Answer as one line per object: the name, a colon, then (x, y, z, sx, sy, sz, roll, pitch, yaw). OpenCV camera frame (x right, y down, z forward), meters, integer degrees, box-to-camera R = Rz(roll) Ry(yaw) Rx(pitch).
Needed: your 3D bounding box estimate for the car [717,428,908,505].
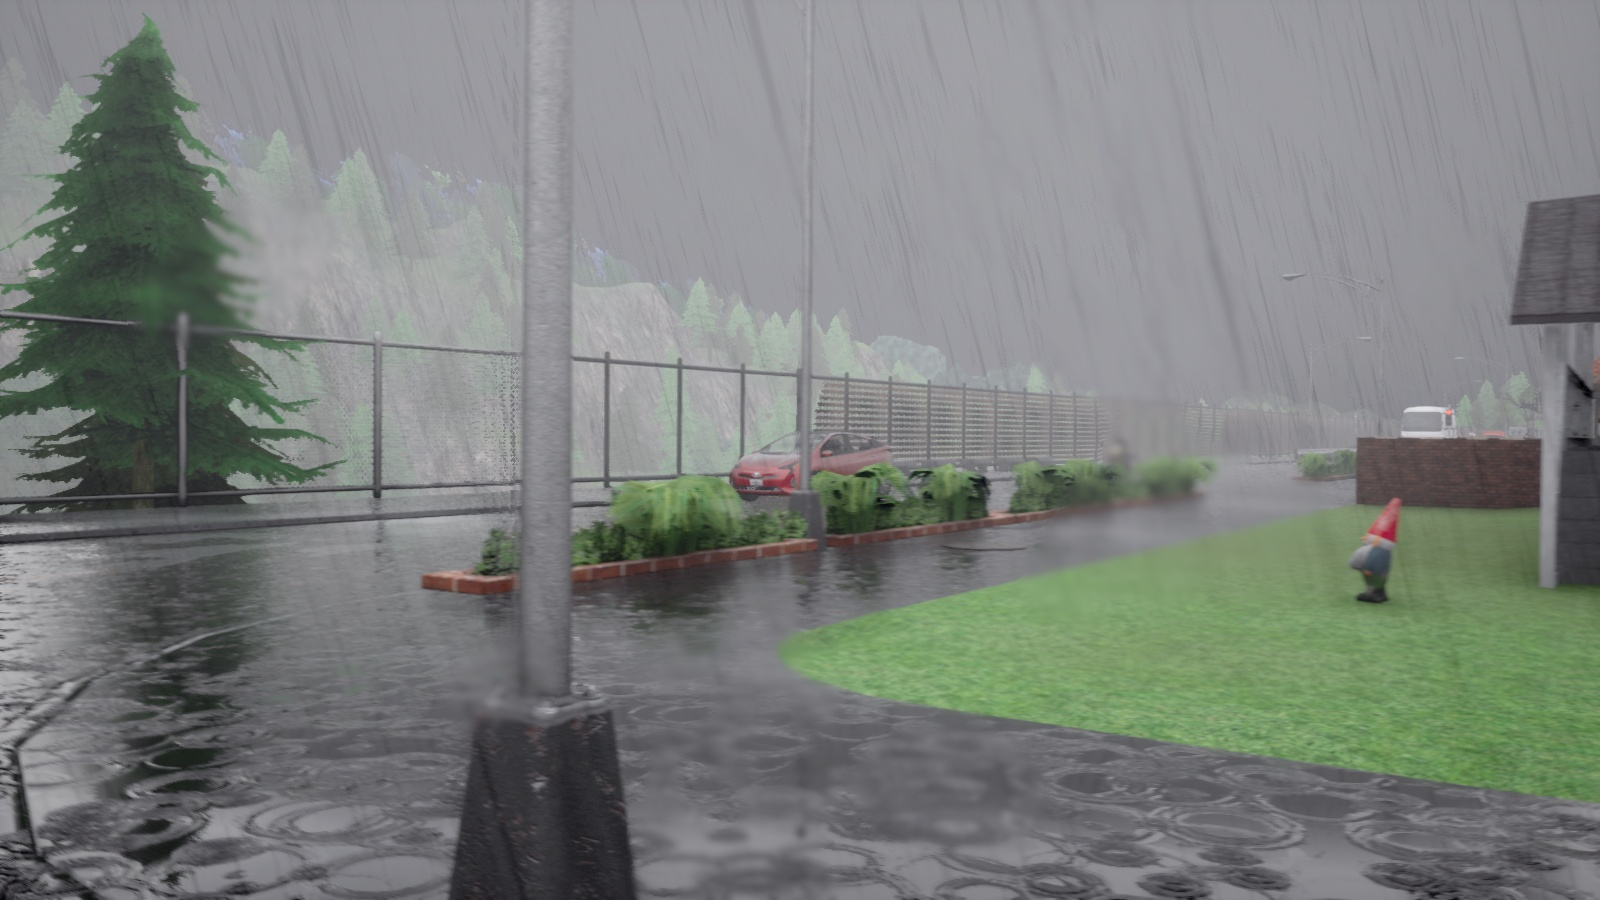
car: (0.369, 0.301, 27.387, 2.007, 1.525, 4.514, 0, 1, 34)

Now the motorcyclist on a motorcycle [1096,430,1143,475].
motorcyclist on a motorcycle: (11.094, 0.071, 43.554, 0.866, 1.530, 2.191, 0, 1, 34)
